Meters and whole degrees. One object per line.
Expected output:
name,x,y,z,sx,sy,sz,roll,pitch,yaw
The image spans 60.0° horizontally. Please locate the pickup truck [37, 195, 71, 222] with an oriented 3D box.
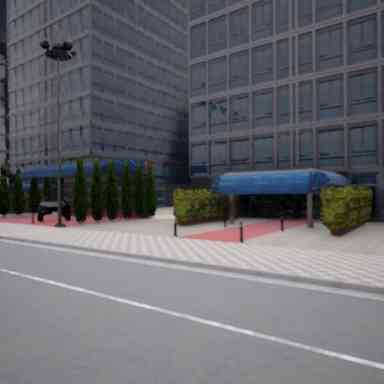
pickup truck,-11.726,1.284,28.106,2.390,2.098,6.274,0,0,-24
